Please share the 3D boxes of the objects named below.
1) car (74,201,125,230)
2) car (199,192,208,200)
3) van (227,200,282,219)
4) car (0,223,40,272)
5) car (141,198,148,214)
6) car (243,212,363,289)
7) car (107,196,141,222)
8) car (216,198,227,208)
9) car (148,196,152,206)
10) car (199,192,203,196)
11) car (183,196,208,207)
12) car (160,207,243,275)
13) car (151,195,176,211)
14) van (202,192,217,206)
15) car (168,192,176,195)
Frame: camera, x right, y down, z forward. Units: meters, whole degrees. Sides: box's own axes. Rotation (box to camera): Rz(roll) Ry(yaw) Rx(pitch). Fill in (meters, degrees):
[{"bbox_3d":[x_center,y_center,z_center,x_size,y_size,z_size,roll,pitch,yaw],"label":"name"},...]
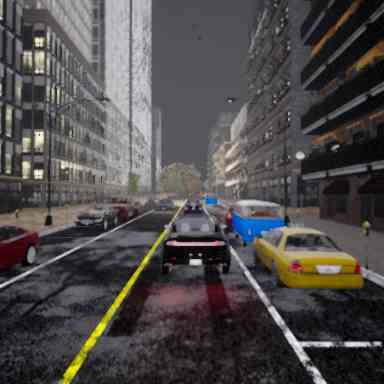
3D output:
[{"bbox_3d":[-5.658,1.466,20.050,2.008,1.369,4.403,1,0,0],"label":"car"},{"bbox_3d":[2.791,0.974,82.277,2.192,1.841,5.009,1,0,0],"label":"car"},{"bbox_3d":[2.720,1.280,14.390,1.690,1.788,3.998,1,0,0],"label":"van"},{"bbox_3d":[-5.669,1.507,8.736,1.887,1.381,4.507,1,0,0],"label":"car"},{"bbox_3d":[-5.646,1.434,31.364,1.947,1.339,4.313,1,0,0],"label":"car"},{"bbox_3d":[2.712,1.487,8.903,1.752,1.417,4.829,1,0,0],"label":"car"},{"bbox_3d":[-5.648,1.207,25.706,2.192,1.841,5.009,1,0,0],"label":"car"},{"bbox_3d":[2.724,1.356,20.047,1.967,1.590,4.097,1,0,0],"label":"car"},{"bbox_3d":[-5.626,1.238,48.336,1.967,1.590,4.097,1,0,0],"label":"car"},{"bbox_3d":[2.776,1.256,70.963,2.008,1.369,4.403,1,0,0],"label":"car"},{"bbox_3d":[0.128,1.418,30.851,2.033,1.411,5.357,0,0,0],"label":"car"},{"bbox_3d":[0.106,1.448,10.335,2.128,1.511,4.902,0,0,0],"label":"car"},{"bbox_3d":[-3.020,1.388,38.181,2.033,1.411,5.357,0,0,1],"label":"car"},{"bbox_3d":[2.755,1.139,48.333,1.690,1.788,3.998,1,0,0],"label":"van"},{"bbox_3d":[-5.585,0.927,93.593,2.192,1.841,5.009,1,0,0],"label":"car"}]
